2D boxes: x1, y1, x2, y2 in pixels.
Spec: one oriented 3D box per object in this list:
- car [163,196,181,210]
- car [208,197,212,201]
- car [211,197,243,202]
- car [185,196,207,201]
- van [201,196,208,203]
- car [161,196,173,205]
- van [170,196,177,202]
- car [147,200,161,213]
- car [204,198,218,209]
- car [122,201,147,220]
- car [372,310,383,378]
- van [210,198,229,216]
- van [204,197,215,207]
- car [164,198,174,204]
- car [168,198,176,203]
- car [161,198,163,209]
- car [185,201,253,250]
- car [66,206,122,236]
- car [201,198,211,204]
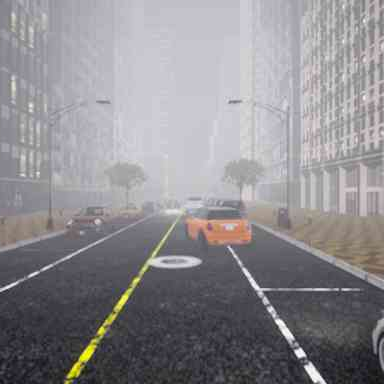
[{"bbox_3d":[-2.739,1.823,49.747,2.128,1.511,4.902,0,0,1],"label":"car"},{"bbox_3d":[2.880,1.518,30.194,2.192,1.841,5.009,-1,0,0],"label":"car"},{"bbox_3d":[2.841,1.480,24.511,2.192,1.841,5.009,-1,0,0],"label":"car"},{"bbox_3d":[0.364,1.493,40.553,2.150,2.045,5.566,0,0,0],"label":"car"},{"bbox_3d":[3.261,1.913,87.028,1.690,1.788,3.998,-1,0,0],"label":"van"},{"bbox_3d":[-5.234,1.776,70.034,2.192,1.841,5.009,-1,0,0],"label":"car"},{"bbox_3d":[-5.081,1.947,92.768,1.690,1.788,3.998,-1,0,0],"label":"van"},{"bbox_3d":[-5.423,1.842,41.615,1.947,1.339,4.313,-1,0,0],"label":"car"},{"bbox_3d":[3.033,1.792,52.927,1.967,1.590,4.097,-1,0,0],"label":"car"},{"bbox_3d":[-5.500,1.726,30.079,1.752,1.417,4.829,-1,0,0],"label":"car"},{"bbox_3d":[3.161,1.542,2.237,1.812,1.442,4.674,0,0,0],"label":"car"},{"bbox_3d":[2.918,1.582,35.877,1.690,1.788,3.998,-1,0,0],"label":"van"},{"bbox_3d":[3.070,1.730,58.610,1.690,1.788,3.998,-1,0,0],"label":"van"},{"bbox_3d":[-5.194,2.080,75.716,1.802,1.307,4.206,-1,0,0],"label":"car"},{"bbox_3d":[-5.117,2.153,87.083,1.802,1.307,4.206,-1,0,0],"label":"car"},{"bbox_3d":[-5.346,1.901,52.982,2.008,1.369,4.403,-1,0,0],"label":"car"},{"bbox_3d":[1.043,1.454,15.153,2.097,1.767,4.553,0,0,-12],"label":"car"},{"bbox_3d":[-5.576,1.566,18.882,1.967,1.590,4.097,-1,0,0],"label":"car"},{"bbox_3d":[3.187,2.050,75.660,2.008,1.369,4.403,-1,0,0],"label":"car"}]
